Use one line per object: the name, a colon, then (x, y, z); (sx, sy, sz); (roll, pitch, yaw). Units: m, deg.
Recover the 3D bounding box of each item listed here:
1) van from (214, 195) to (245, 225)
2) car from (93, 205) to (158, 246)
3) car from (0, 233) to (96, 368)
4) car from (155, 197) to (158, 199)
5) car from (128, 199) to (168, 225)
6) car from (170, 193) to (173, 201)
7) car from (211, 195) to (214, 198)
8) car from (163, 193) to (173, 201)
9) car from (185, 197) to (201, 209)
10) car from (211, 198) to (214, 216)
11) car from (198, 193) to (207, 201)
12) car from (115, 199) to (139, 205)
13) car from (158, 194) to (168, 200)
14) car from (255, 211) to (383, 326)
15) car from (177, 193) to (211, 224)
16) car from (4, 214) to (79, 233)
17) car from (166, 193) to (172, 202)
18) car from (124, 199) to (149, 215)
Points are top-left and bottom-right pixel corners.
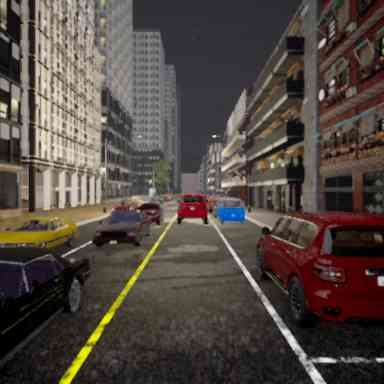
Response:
van: (2.697, 1.306, 23.612); (1.690, 1.788, 3.998); (0, 0, 0)
car: (-2.995, 1.524, 15.361); (2.033, 1.411, 5.357); (0, 0, 0)
car: (-3.088, 1.593, 4.860); (1.895, 1.301, 4.718); (0, 0, 0)
car: (-5.677, 1.495, 40.267); (2.008, 1.369, 4.403); (0, 0, 0)
car: (-2.991, 1.491, 23.561); (1.812, 1.442, 4.674); (0, 0, 0)
car: (-5.665, 1.351, 73.573); (1.967, 1.590, 4.097); (0, 0, 0)
car: (2.701, 1.265, 34.713); (2.192, 1.841, 5.009); (0, 0, 0)
car: (-5.662, 1.221, 79.123); (2.192, 1.841, 5.009); (0, 0, 0)
car: (0.110, 1.430, 45.206); (2.128, 1.511, 4.902); (0, 0, 0)
car: (2.700, 1.508, 29.163); (2.008, 1.369, 4.403); (0, 0, 0)
car: (2.720, 1.216, 84.672); (2.192, 1.841, 5.009); (0, 0, 0)
car: (-5.681, 1.397, 29.165); (1.967, 1.590, 4.097); (0, 0, 0)
car: (-5.671, 1.477, 56.919); (2.008, 1.369, 4.403); (0, 0, 0)
car: (2.690, 1.304, 6.959); (2.192, 1.841, 5.009); (0, 0, 0)
car: (0.061, 1.187, 24.707); (2.150, 2.045, 5.566); (0, 0, 1)
car: (-5.687, 1.506, 12.342); (1.752, 1.417, 4.829); (0, 0, 0)
car: (-5.666, 1.497, 68.022); (1.802, 1.307, 4.206); (0, 0, 0)
car: (-5.679, 1.476, 34.546); (1.752, 1.417, 4.829); (0, 0, 0)
